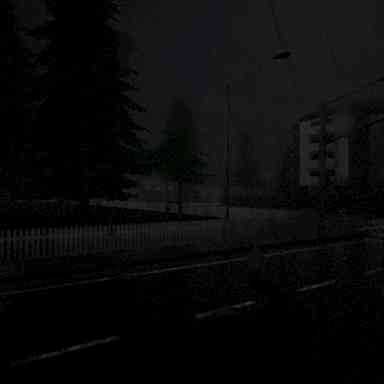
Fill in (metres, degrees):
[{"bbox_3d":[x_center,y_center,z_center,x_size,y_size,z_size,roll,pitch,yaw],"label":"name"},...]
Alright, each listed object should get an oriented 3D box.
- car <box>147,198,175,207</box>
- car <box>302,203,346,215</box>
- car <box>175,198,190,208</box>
[{"bbox_3d":[-5.234,1.785,50.632,2.033,1.411,5.357,1,0,-34],"label":"car"},{"bbox_3d":[15.330,1.902,38.944,1.895,1.301,4.718,1,0,-34],"label":"car"},{"bbox_3d":[-2.185,1.764,52.366,2.128,1.511,4.902,1,0,-34],"label":"car"}]
